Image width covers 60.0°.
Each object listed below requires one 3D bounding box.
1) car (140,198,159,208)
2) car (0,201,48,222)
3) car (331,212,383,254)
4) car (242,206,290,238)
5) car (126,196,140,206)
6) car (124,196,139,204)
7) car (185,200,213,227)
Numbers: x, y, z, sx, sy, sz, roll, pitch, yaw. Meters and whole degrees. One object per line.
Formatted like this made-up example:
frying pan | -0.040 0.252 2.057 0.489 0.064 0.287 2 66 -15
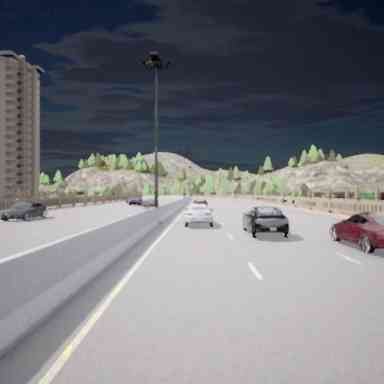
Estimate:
car | -5.953 1.598 48.471 1.812 1.442 4.674 0 0 2
car | -13.594 1.545 27.239 1.837 1.490 4.892 0 0 2
car | 7.249 1.546 13.400 1.812 1.442 4.674 0 0 1
car | 3.858 1.519 17.925 2.128 1.511 4.902 0 0 1
car | -9.214 1.631 55.723 2.033 1.411 5.357 0 0 2
car | -12.310 1.632 68.300 2.128 1.511 4.902 0 0 2
car | 0.500 1.561 23.261 1.812 1.442 4.674 0 0 2
